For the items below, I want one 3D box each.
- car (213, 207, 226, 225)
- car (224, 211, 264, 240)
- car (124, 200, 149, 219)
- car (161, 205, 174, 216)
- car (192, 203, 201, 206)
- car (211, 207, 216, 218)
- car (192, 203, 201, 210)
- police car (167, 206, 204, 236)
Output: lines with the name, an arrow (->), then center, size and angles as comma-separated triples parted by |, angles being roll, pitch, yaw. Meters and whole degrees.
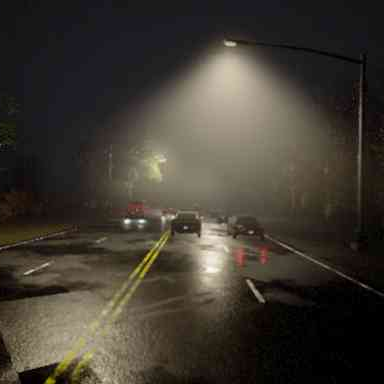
car -> 3.343, 2.449, 31.785 | 1.895, 1.301, 4.718 | 1, -2, 1
car -> 3.285, 2.125, 20.791 | 1.812, 1.442, 4.674 | 2, -2, 0
car -> -6.402, 1.980, 39.201 | 2.150, 2.045, 5.566 | 2, -1, 1
car -> -3.052, 2.523, 45.990 | 1.812, 1.442, 4.674 | 2, -1, 1
car -> 0.766, 3.054, 63.437 | 1.895, 1.301, 4.718 | 2, -1, 2
car -> 3.476, 2.654, 42.720 | 1.994, 1.385, 4.181 | 1, -2, 1
car -> 1.113, 3.268, 77.291 | 2.033, 1.411, 5.357 | 2, -1, 2
police car -> -0.275, 1.987, 22.544 | 1.930, 1.638, 5.238 | 2, -1, 2
